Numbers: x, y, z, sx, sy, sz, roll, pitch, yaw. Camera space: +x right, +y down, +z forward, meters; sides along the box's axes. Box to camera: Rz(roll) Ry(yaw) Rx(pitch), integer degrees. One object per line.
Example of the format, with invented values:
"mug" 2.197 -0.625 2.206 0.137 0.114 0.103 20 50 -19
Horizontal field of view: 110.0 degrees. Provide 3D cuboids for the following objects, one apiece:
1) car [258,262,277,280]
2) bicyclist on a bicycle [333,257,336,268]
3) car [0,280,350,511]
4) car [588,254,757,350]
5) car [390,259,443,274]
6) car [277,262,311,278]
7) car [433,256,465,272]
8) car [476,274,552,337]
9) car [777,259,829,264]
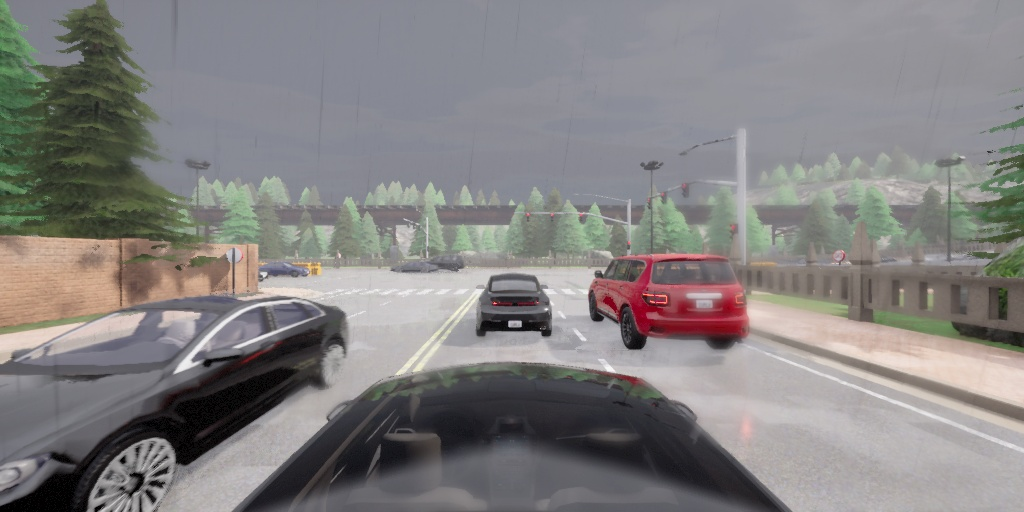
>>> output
"car" -20.932 1.242 26.804 4.902 1.511 2.128 0 0 0
"bicyclist on a bicycle" -27.410 1.051 55.790 0.582 1.620 1.656 0 0 0
"car" -3.605 1.241 4.048 2.128 1.511 4.902 0 0 0
"car" 3.517 0.971 9.233 2.150 2.045 5.566 0 0 0
"car" -11.062 1.297 41.035 5.357 1.411 2.033 0 0 0
"car" -21.555 1.276 33.817 4.674 1.442 1.812 0 0 0
"car" -8.657 0.971 44.540 5.566 2.045 2.150 0 0 0
"car" 0.021 1.255 10.334 1.837 1.490 4.892 0 0 -1
"car" 33.747 1.095 41.137 4.553 1.767 2.097 0 0 0
